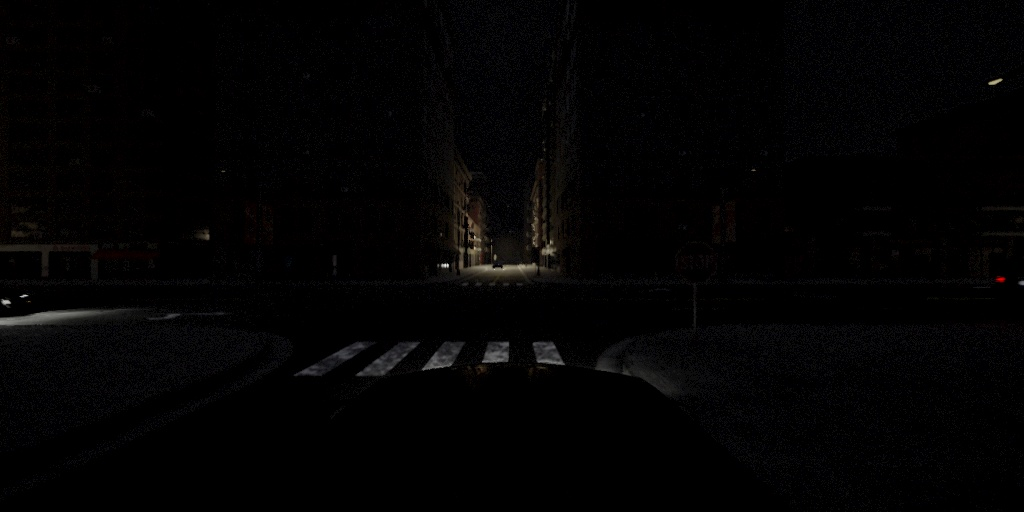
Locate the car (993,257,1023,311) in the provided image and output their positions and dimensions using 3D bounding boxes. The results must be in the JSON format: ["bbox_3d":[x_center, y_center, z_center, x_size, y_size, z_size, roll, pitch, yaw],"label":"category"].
[{"bbox_3d":[20.475,1.022,12.447,5.566,2.045,2.150,0,0,0],"label":"car"}]

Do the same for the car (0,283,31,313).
[{"bbox_3d":[-20.055,1.367,12.520,4.892,1.490,1.837,0,0,0],"label":"car"}]
